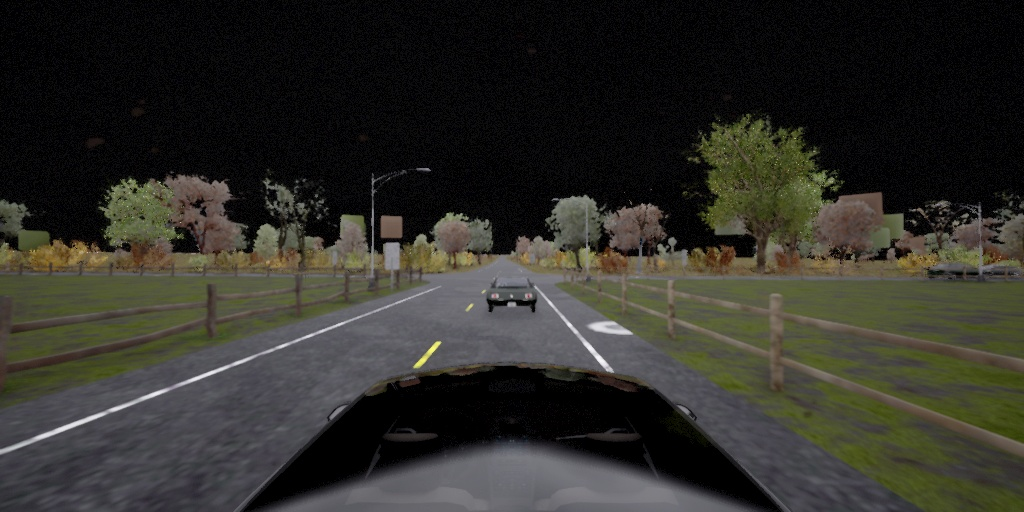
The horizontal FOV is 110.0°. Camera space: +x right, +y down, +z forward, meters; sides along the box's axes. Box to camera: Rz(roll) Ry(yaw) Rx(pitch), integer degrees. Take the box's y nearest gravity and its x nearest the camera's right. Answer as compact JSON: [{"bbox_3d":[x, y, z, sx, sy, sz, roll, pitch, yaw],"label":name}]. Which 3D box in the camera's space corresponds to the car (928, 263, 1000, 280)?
[{"bbox_3d":[46.037,1.531,36.845,4.553,1.767,2.097,0,-1,4],"label":"car"}]

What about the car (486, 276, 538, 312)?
[{"bbox_3d":[0.008,1.487,15.099,1.895,1.301,4.718,0,-1,0],"label":"car"}]
